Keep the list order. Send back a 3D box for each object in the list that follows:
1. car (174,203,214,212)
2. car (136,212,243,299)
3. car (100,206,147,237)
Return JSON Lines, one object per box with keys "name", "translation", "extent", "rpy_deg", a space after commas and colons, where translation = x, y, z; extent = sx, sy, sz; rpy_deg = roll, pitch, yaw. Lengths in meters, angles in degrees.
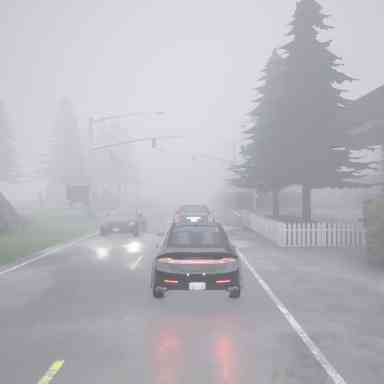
{"name": "car", "translation": [0.088, 1.352, 17.613], "extent": [2.097, 1.767, 4.553], "rpy_deg": [0, 0, 0]}
{"name": "car", "translation": [0.094, 1.492, 8.460], "extent": [2.128, 1.511, 4.902], "rpy_deg": [0, 0, 0]}
{"name": "car", "translation": [-3.555, 1.525, 18.041], "extent": [1.812, 1.442, 4.674], "rpy_deg": [0, 0, 0]}
